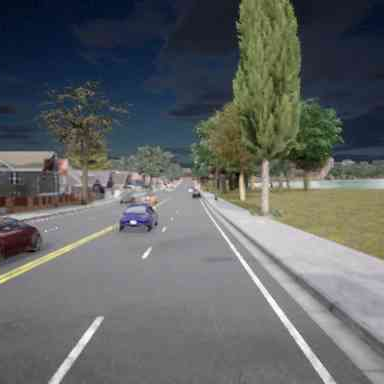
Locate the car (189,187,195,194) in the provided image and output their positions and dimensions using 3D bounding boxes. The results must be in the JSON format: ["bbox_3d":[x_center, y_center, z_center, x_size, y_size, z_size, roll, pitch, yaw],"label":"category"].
[{"bbox_3d":[0.977,0.032,86.101,2.097,1.767,4.553,0,1,0],"label":"car"}]

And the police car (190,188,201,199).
[{"bbox_3d":[0.977,0.535,70.246,1.930,1.638,5.238,0,2,0],"label":"police car"}]

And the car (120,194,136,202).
[{"bbox_3d":[-9.821,1.092,51.196,1.837,1.490,4.892,0,1,0],"label":"car"}]

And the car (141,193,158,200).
[{"bbox_3d":[-6.570,0.934,51.484,2.097,1.767,4.553,0,1,0],"label":"car"}]

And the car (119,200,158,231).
[{"bbox_3d":[-3.148,1.453,20.093,1.812,1.442,4.674,0,0,0],"label":"car"}]

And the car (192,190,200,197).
[{"bbox_3d":[0.977,0.340,80.135,1.837,1.490,4.892,0,2,0],"label":"car"}]

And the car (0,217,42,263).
[{"bbox_3d":[-6.598,1.534,10.752,1.994,1.385,4.181,0,0,0],"label":"car"}]
